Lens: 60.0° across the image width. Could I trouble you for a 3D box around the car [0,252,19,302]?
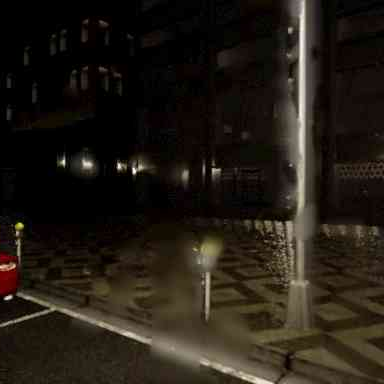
[{"bbox_3d":[-5.306,1.482,6.763,4.507,1.381,1.887,1,1,35],"label":"car"}]
